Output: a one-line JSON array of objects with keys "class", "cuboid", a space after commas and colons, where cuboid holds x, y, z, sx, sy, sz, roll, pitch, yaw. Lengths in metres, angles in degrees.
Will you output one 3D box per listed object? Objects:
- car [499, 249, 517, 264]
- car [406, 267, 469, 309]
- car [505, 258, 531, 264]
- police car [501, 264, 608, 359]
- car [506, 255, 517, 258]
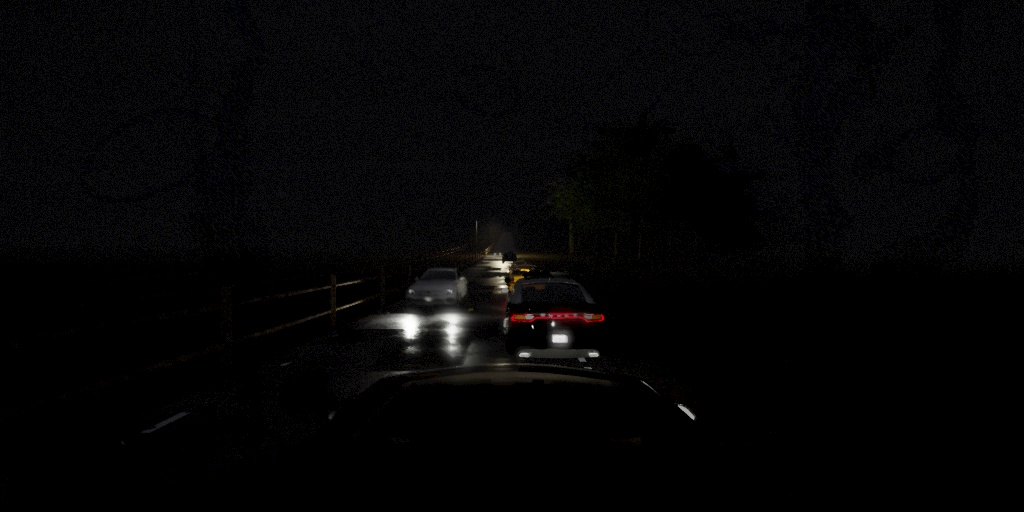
[{"class": "car", "cuboid": [-0.355, 0.112, 51.823, 2.097, 1.767, 4.553, 0, 2, 0]}, {"class": "car", "cuboid": [-2.854, 1.194, 14.598, 1.812, 1.442, 4.674, 0, 1, 0]}, {"class": "car", "cuboid": [0.688, 1.072, 18.576, 1.801, 1.575, 5.366, 0, 1, 0]}, {"class": "police car", "cuboid": [0.775, 1.149, 8.499, 1.930, 1.638, 5.238, 0, 0, 0]}, {"class": "car", "cuboid": [0.637, 0.969, 24.574, 1.801, 1.575, 5.366, 0, 1, 0]}]
